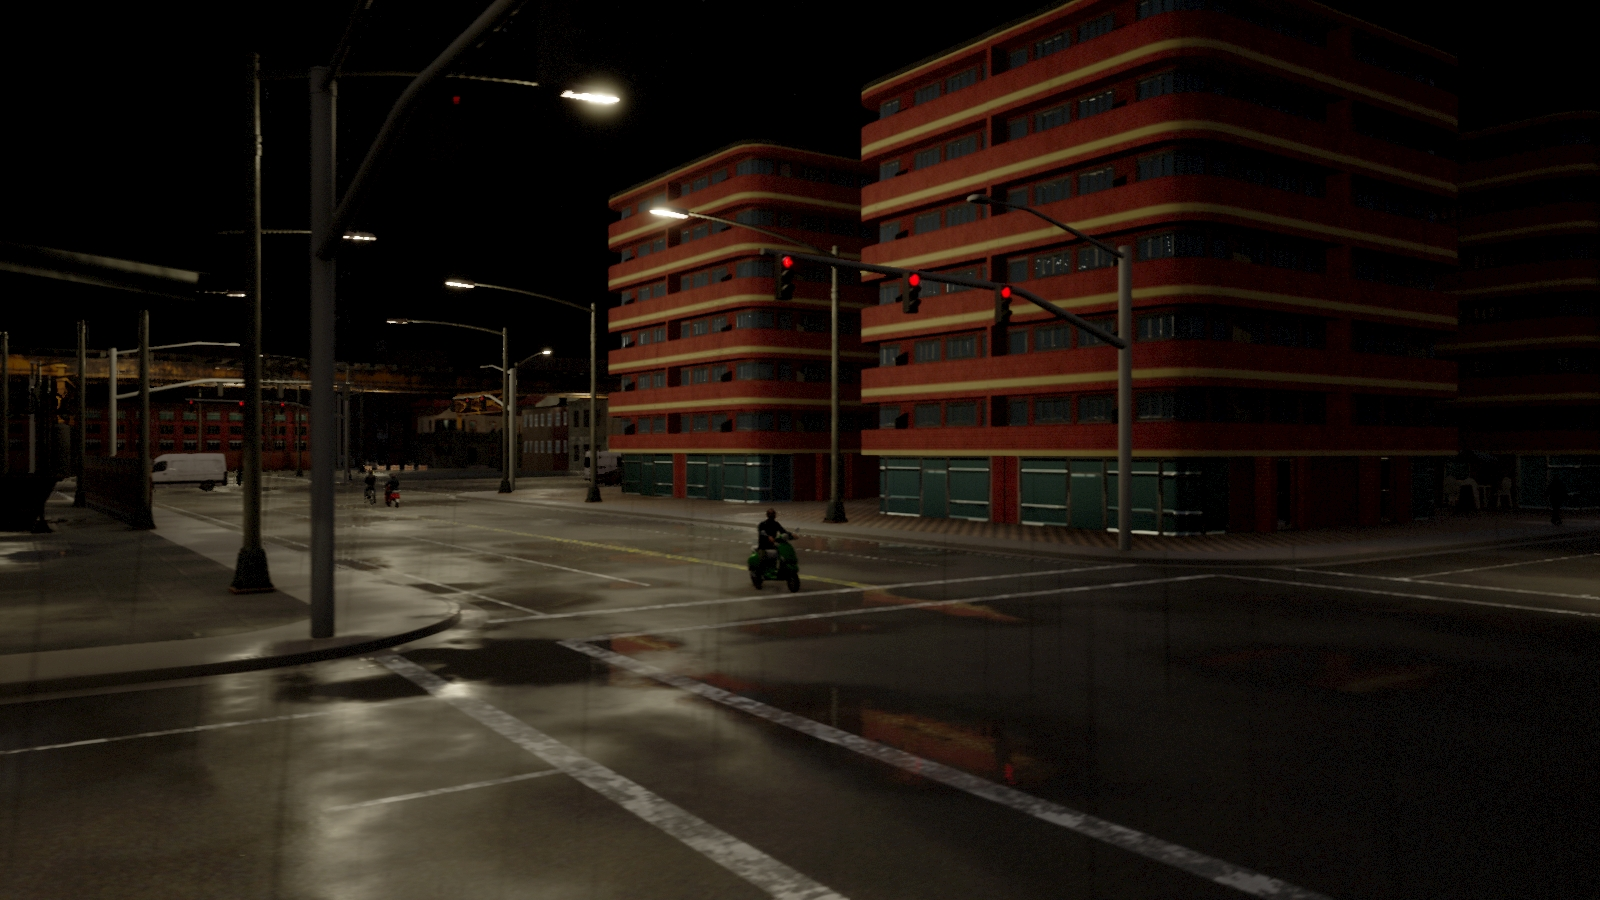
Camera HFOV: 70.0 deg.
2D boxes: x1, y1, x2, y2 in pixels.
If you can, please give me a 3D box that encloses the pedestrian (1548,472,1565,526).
[{"bbox_3d":[26.224,1.699,39.610,0.375,1.860,0.375,0,0,-37],"label":"pedestrian"}]
